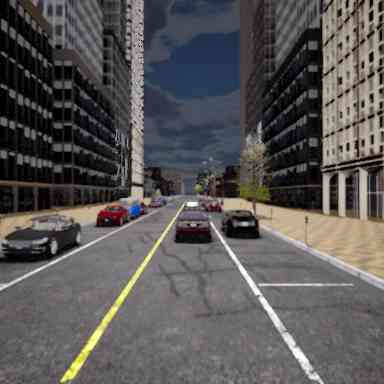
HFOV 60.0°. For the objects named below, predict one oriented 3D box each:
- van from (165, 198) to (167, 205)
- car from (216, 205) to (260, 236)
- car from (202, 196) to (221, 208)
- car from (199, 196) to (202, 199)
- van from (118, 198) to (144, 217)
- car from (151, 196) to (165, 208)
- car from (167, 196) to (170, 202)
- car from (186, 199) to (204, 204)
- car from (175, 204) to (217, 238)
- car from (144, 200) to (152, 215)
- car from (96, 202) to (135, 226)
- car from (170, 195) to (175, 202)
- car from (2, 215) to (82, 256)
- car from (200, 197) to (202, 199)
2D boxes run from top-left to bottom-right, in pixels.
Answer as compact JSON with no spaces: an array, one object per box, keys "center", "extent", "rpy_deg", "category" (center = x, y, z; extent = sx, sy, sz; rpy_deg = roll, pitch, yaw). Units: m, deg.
[{"center":[-5.801,1.597,58.713],"extent":[1.690,1.788,3.998],"rpy_deg":[0,0,0],"category":"van"},{"center":[2.656,1.653,18.870],"extent":[1.947,1.339,4.313],"rpy_deg":[0,0,0],"category":"car"},{"center":[2.612,1.627,41.637],"extent":[1.967,1.590,4.097],"rpy_deg":[0,0,0],"category":"car"},{"center":[2.578,1.782,58.883],"extent":[1.752,1.417,4.829],"rpy_deg":[0,0,0],"category":"car"},{"center":[-5.746,1.478,30.252],"extent":[1.690,1.788,3.998],"rpy_deg":[0,0,0],"category":"van"},{"center":[-5.791,1.673,53.019],"extent":[1.967,1.590,4.097],"rpy_deg":[0,0,0],"category":"car"},{"center":[-5.814,1.845,64.404],"extent":[1.947,1.339,4.313],"rpy_deg":[0,0,0],"category":"car"},{"center":[0.028,1.765,36.365],"extent":[1.895,1.301,4.718],"rpy_deg":[0,0,0],"category":"car"},{"center":[0.069,1.631,18.173],"extent":[2.033,1.411,5.357],"rpy_deg":[0,0,0],"category":"car"},{"center":[-5.758,1.744,35.943],"extent":[1.802,1.307,4.206],"rpy_deg":[0,0,0],"category":"car"},{"center":[-5.736,1.657,24.558],"extent":[1.887,1.381,4.507],"rpy_deg":[0,0,0],"category":"car"},{"center":[-5.858,1.893,87.001],"extent":[1.752,1.417,4.829],"rpy_deg":[0,0,0],"category":"car"},{"center":[-5.714,1.612,13.174],"extent":[2.008,1.369,4.403],"rpy_deg":[0,0,0],"category":"car"},{"center":[2.589,1.815,53.021],"extent":[1.802,1.307,4.206],"rpy_deg":[0,0,0],"category":"car"}]
